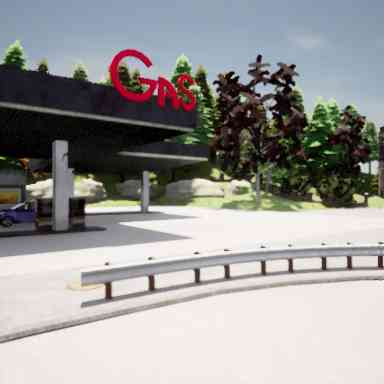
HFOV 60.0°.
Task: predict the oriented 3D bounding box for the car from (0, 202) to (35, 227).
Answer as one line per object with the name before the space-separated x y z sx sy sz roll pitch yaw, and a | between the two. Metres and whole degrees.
car | -10.666 1.399 21.398 3.633 1.501 1.845 0 0 -36
